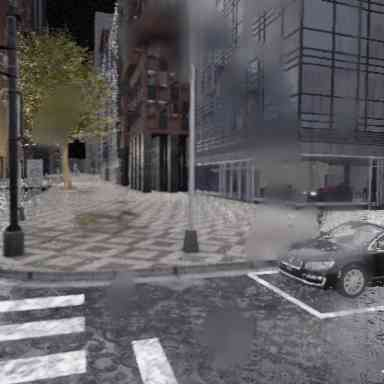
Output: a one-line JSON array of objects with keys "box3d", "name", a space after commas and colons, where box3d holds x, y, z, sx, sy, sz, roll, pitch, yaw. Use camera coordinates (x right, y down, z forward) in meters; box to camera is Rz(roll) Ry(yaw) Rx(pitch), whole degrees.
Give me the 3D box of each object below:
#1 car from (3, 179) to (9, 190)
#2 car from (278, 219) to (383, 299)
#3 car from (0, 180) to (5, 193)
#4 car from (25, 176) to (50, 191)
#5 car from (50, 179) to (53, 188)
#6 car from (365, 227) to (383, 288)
[{"box3d": [-23.148, -0.902, 42.051, 2.128, 1.511, 4.902, 0, 3, -18], "name": "car"}, {"box3d": [4.053, 1.301, 7.398, 4.403, 1.369, 2.008, 0, 2, -18], "name": "car"}, {"box3d": [-19.941, -0.244, 32.182, 1.895, 1.301, 4.718, 0, 3, -18], "name": "car"}, {"box3d": [-20.275, -1.205, 43.388, 2.150, 2.045, 5.566, 0, 3, -18], "name": "car"}, {"box3d": [-23.679, -1.658, 53.475, 2.097, 1.767, 4.553, 0, 3, -18], "name": "car"}, {"box3d": [5.324, 1.373, 5.009, 4.892, 1.490, 1.837, 0, 2, -18], "name": "car"}]
